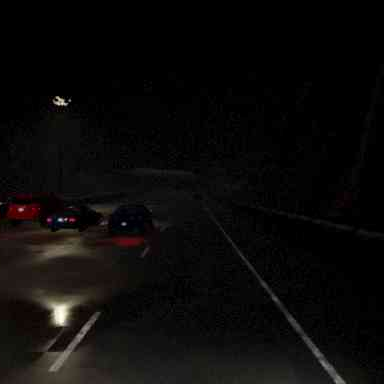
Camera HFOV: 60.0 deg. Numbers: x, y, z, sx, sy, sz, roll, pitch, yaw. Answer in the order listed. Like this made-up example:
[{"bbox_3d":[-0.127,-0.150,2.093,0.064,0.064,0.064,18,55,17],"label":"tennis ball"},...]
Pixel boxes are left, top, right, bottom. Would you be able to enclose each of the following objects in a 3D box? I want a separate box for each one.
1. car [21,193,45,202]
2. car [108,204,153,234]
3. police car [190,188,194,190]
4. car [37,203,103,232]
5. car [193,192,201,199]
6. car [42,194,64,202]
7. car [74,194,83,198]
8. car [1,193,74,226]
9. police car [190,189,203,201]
[{"bbox_3d":[-28.007,0.965,58.658,1.837,1.490,4.892,0,1,0],"label":"car"},{"bbox_3d":[-3.397,1.441,19.091,1.882,1.535,5.008,0,0,0],"label":"car"},{"bbox_3d":[1.064,0.411,78.991,1.930,1.638,5.238,0,2,0],"label":"police car"},{"bbox_3d":[-6.896,1.506,19.952,2.033,1.411,5.357,0,0,0],"label":"car"},{"bbox_3d":[1.063,0.667,72.879,1.812,1.442,4.674,0,1,0],"label":"car"},{"bbox_3d":[-24.510,1.061,58.779,1.895,1.301,4.718,0,1,1],"label":"car"},{"bbox_3d":[-21.013,1.059,58.846,1.895,1.301,4.718,0,1,1],"label":"car"},{"bbox_3d":[-10.384,1.161,22.940,2.150,2.045,5.566,0,0,0],"label":"car"},{"bbox_3d":[1.061,0.797,62.979,1.930,1.638,5.238,0,1,0],"label":"police car"}]
